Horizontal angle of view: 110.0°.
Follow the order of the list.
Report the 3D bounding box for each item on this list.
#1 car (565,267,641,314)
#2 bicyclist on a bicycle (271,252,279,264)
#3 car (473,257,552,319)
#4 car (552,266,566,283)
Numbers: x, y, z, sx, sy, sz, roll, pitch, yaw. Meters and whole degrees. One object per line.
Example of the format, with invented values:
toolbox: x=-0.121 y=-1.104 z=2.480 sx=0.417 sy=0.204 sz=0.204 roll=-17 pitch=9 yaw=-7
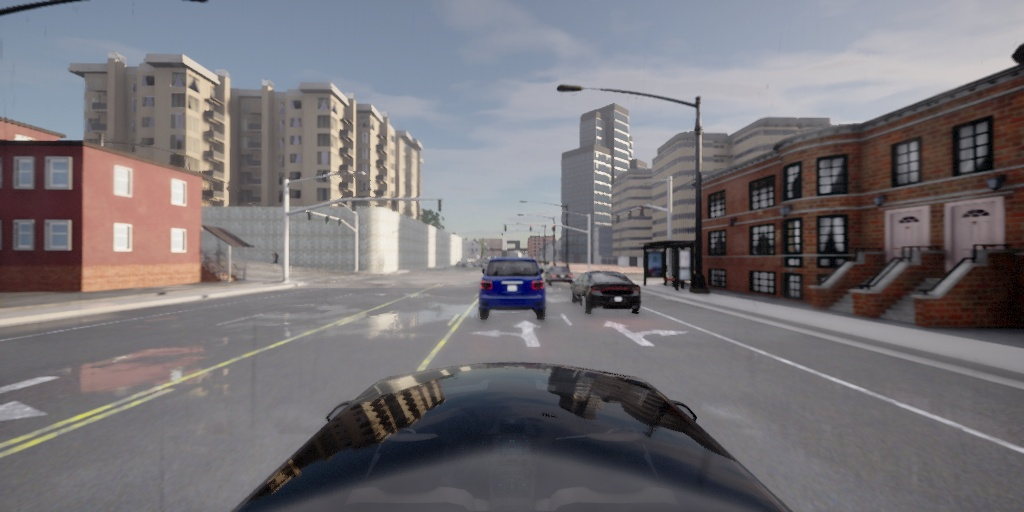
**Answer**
car: x=3.541 y=1.306 z=14.328 sx=1.882 sy=1.535 sz=5.008 roll=0 pitch=-1 yaw=1
bicyclist on a bicycle: x=-30.742 y=0.303 z=46.644 sx=0.582 sy=1.620 sz=1.656 roll=6 pitch=0 yaw=0
car: x=0.029 y=1.044 z=13.261 sx=2.150 sy=2.045 sz=5.566 roll=0 pitch=0 yaw=0
car: x=3.518 y=1.455 z=27.248 sx=2.033 sy=1.411 sz=5.357 roll=0 pitch=0 yaw=1
